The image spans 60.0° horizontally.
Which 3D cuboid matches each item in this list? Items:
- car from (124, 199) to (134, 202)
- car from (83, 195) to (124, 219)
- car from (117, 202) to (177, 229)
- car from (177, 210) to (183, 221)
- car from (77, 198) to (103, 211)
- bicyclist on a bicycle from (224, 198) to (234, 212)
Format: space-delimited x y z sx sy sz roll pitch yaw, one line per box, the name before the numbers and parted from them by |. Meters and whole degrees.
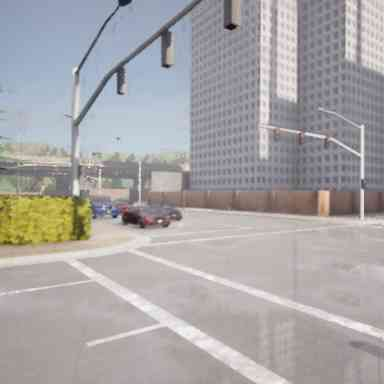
car | -7.550 1.697 34.767 1.895 1.301 4.718 0 0 -35
car | -8.490 1.294 30.015 2.150 2.045 5.566 0 0 -35
car | -3.128 1.634 22.372 1.994 1.385 4.181 0 0 -35
car | -2.520 1.658 27.597 1.994 1.385 4.181 0 0 -35
car | -13.241 1.576 42.941 1.882 1.535 5.008 0 0 -34
bicyclist on a bicycle | 4.310 1.474 38.720 1.656 1.620 0.582 0 0 -35
